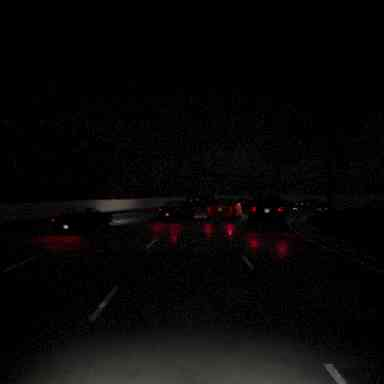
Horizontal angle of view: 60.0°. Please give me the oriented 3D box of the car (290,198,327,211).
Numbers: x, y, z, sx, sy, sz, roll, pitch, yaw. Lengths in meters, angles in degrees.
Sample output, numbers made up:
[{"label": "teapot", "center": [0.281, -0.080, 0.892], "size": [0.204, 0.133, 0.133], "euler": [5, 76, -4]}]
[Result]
[{"label": "car", "center": [13.861, 1.385, 38.517], "size": [2.033, 1.411, 5.357], "euler": [0, 0, 43]}]

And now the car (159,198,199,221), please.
[{"label": "car", "center": [-1.126, 1.416, 25.858], "size": [1.812, 1.442, 4.674], "euler": [0, 0, 16]}]

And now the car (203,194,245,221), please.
[{"label": "car", "center": [2.644, 1.245, 26.078], "size": [2.097, 1.767, 4.553], "euler": [0, 1, 17]}]

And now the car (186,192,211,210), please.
[{"label": "car", "center": [1.343, 1.055, 39.678], "size": [2.150, 2.045, 5.566], "euler": [0, 0, 34]}]

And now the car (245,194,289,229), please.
[{"label": "car", "center": [4.790, 1.133, 21.329], "size": [2.150, 2.045, 5.566], "euler": [0, 0, 12]}]

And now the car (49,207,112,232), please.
[{"label": "car", "center": [-6.311, 1.518, 19.533], "size": [1.895, 1.301, 4.718], "euler": [0, 0, 7]}]

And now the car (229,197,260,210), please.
[{"label": "car", "center": [6.426, 1.394, 40.208], "size": [1.994, 1.385, 4.181], "euler": [0, 0, 37]}]
